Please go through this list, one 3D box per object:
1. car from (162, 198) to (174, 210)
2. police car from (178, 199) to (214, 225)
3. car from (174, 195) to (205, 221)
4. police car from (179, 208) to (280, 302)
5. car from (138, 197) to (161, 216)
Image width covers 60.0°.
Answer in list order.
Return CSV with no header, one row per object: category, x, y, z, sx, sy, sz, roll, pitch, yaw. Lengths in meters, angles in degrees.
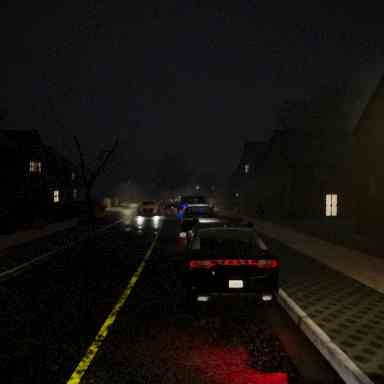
car,-2.805,1.741,45.610,1.895,1.301,4.718,0,0,-7
police car,0.337,1.445,18.525,1.930,1.638,5.238,0,0,-3
car,-0.010,1.263,24.474,2.150,2.045,5.566,0,0,-4
police car,0.715,1.426,8.466,1.930,1.638,5.238,0,0,-1
car,-4.409,1.569,33.966,1.882,1.535,5.008,0,0,-5
